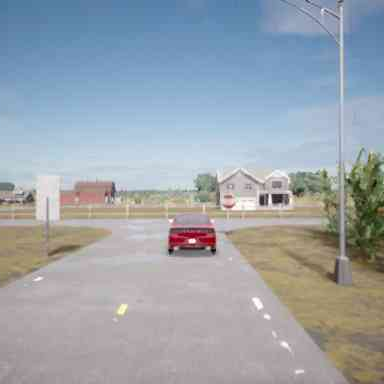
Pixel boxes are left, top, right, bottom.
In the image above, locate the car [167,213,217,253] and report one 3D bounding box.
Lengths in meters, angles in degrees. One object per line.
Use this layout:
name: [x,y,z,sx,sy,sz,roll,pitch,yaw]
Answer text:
car: [-0.017,1.631,14.469,1.882,1.535,5.008,0,0,-1]
